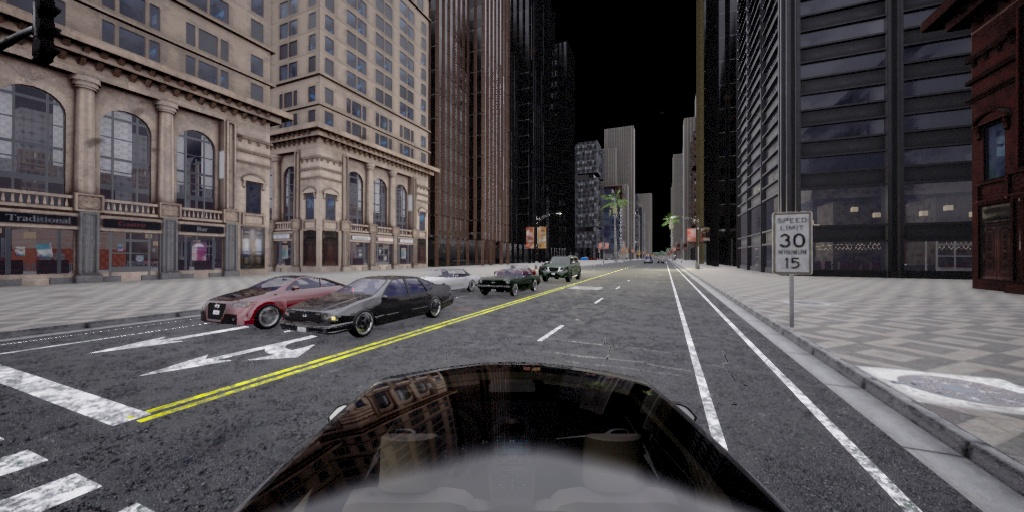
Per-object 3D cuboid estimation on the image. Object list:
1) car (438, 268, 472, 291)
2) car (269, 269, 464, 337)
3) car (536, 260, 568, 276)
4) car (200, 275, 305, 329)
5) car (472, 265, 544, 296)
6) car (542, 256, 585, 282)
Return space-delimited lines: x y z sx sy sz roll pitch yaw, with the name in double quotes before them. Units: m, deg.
"car" -3.626 1.357 19.398 1.895 1.301 4.718 0 0 23
"car" -3.800 1.299 10.698 2.033 1.411 5.357 0 0 23
"car" 4.319 1.251 37.935 1.882 1.535 5.008 0 0 24
"car" -7.057 1.316 11.336 1.994 1.385 4.181 0 0 23
"car" -0.040 1.358 19.519 1.895 1.301 4.718 0 0 23
"car" 4.158 0.987 29.357 2.150 2.045 5.566 0 0 23
